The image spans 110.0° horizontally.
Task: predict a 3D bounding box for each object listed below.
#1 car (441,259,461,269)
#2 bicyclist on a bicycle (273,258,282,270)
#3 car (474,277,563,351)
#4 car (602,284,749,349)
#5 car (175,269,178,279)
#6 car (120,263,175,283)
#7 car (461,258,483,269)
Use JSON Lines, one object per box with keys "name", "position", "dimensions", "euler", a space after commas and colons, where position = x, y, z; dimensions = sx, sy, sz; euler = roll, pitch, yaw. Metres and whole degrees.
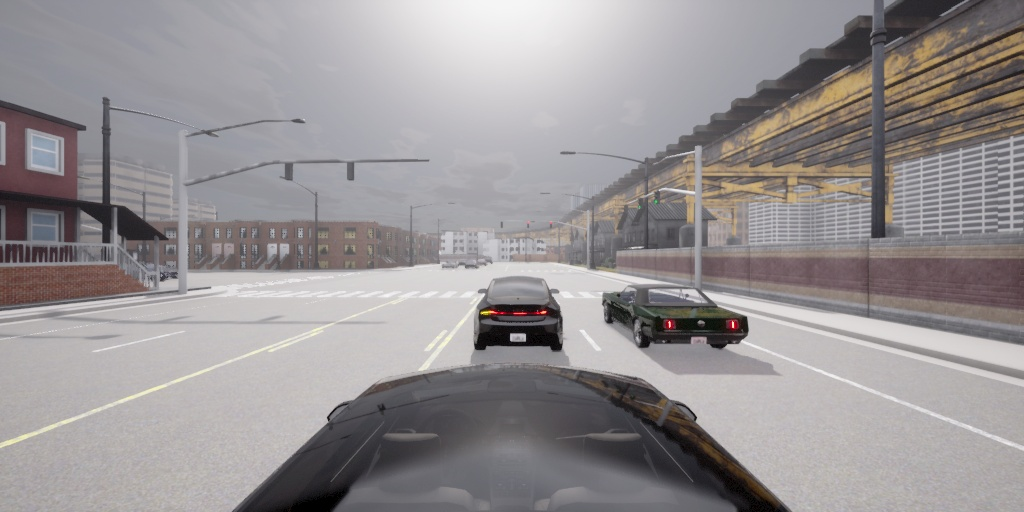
{"name": "car", "position": [-9.814, 1.350, 56.664], "dimensions": [1.895, 1.301, 4.718], "euler": [0, 0, 2]}
{"name": "bicyclist on a bicycle", "position": [-30.543, 1.050, 46.686], "dimensions": [0.582, 1.620, 1.656], "euler": [0, 0, 1]}
{"name": "car", "position": [0.161, 1.255, 9.015], "dimensions": [1.837, 1.490, 4.892], "euler": [0, 0, 1]}
{"name": "car", "position": [3.667, 1.351, 9.155], "dimensions": [1.895, 1.301, 4.718], "euler": [0, 0, 1]}
{"name": "car", "position": [-30.733, 1.297, 30.208], "dimensions": [5.357, 1.411, 2.033], "euler": [0, 0, 1]}
{"name": "car", "position": [-28.492, 1.351, 26.668], "dimensions": [4.718, 1.301, 1.895], "euler": [0, 0, 1]}
{"name": "car", "position": [-6.307, 1.297, 56.936], "dimensions": [2.033, 1.411, 5.357], "euler": [0, 0, 1]}
